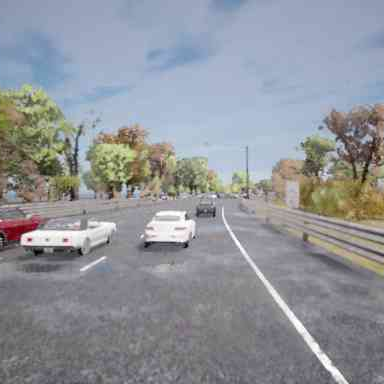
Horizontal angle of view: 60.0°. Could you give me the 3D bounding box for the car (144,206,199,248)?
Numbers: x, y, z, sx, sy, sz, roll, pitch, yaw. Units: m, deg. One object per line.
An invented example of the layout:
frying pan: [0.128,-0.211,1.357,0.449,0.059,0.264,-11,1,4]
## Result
car: [-0.879,1.549,14.826,1.812,1.442,4.674,0,0,5]

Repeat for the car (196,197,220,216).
car: [1.440,1.546,32.858,2.128,1.511,4.902,0,0,4]

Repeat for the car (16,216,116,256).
car: [-4.535,1.620,13.168,1.895,1.301,4.718,0,0,5]

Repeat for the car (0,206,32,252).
car: [-7.977,1.370,13.902,2.097,1.767,4.553,0,0,5]
